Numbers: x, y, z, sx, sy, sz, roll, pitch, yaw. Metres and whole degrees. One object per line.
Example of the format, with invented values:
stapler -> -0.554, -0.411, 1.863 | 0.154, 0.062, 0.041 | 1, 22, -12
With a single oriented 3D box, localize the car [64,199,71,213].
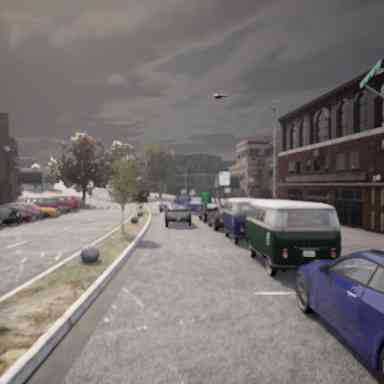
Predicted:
car -> -16.378, 1.775, 36.993 | 4.674, 1.452, 2.002 | 0, 0, -8

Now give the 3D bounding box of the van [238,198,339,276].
van -> 2.810, 1.250, 10.315 | 1.878, 1.987, 4.442 | 0, 0, -1

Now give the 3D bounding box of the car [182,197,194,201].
car -> 0.282, 1.666, 37.457 | 1.882, 1.535, 5.008 | 0, 0, -8

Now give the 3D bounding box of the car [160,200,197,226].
car -> -1.091, 1.598, 24.323 | 2.128, 1.511, 4.902 | 0, -1, -5

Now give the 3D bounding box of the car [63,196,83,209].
car -> -17.261, 1.510, 42.263 | 5.566, 2.045, 2.435 | 0, 0, -9

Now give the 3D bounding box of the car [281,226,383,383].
car -> 2.954, 1.507, 4.645 | 2.002, 1.452, 4.674 | 0, 0, -1

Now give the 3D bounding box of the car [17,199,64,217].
car -> -15.441, 1.696, 31.623 | 5.366, 1.575, 1.946 | 0, 0, -7

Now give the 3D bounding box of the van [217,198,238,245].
van -> 2.529, 1.281, 15.847 | 1.878, 1.987, 4.442 | 0, 0, -3

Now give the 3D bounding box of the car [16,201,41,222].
car -> -14.948, 1.687, 26.181 | 4.792, 1.488, 2.163 | 0, -1, -6

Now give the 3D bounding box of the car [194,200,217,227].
car -> 1.657, 1.597, 26.763 | 2.097, 1.535, 5.008 | 0, 0, -5

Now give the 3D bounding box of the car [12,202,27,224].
car -> -14.723, 1.663, 23.461 | 4.792, 1.488, 2.163 | 0, -1, -5

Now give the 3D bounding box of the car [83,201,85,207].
car -> -18.198, 1.652, 47.684 | 4.553, 1.767, 2.185 | 0, 0, -10

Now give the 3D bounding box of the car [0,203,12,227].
car -> -14.433, 1.608, 20.744 | 4.892, 1.521, 2.231 | 0, -1, -5

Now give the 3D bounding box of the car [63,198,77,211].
car -> -16.754, 1.778, 39.581 | 4.792, 1.488, 2.163 | 0, 0, -9

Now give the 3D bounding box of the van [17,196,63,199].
van -> -16.108, 1.493, 34.292 | 4.442, 1.987, 1.878 | 0, 0, -8

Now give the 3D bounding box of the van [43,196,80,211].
van -> -17.587, 1.543, 44.992 | 4.442, 1.987, 1.878 | 0, 0, -10

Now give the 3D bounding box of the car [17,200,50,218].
car -> -15.290, 1.720, 28.891 | 4.674, 1.452, 2.002 | 0, 0, -7

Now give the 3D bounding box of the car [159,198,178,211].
car -> -3.163, 1.825, 41.539 | 1.895, 1.301, 4.718 | 0, 0, -8

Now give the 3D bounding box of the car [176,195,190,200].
car -> -1.340, 1.467, 48.080 | 2.150, 2.045, 5.566 | 0, 0, -9
